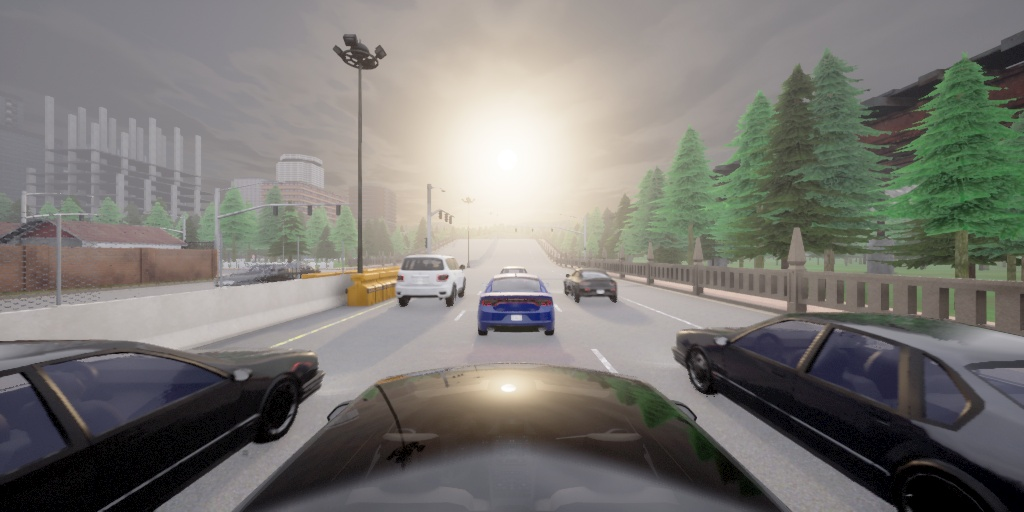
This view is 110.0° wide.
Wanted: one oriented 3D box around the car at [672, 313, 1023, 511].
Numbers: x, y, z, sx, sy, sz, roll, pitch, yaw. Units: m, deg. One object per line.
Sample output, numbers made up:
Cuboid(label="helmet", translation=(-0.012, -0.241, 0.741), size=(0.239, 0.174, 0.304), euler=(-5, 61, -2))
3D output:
Cuboid(label="car", translation=(3.599, 1.297, 3.556), size=(2.033, 1.411, 5.357), euler=(0, 0, 0))

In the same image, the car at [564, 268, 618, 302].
Cuboid(label="car", translation=(3.603, 1.276, 16.879), size=(1.812, 1.442, 4.674), euler=(0, 0, 0))

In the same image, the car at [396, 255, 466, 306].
Cuboid(label="car", translation=(-3.389, 0.972, 15.853), size=(2.150, 2.045, 5.566), euler=(0, 0, 0))

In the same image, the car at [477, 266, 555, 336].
Cuboid(label="car", translation=(0.101, 1.228, 10.476), size=(1.882, 1.535, 5.008), euler=(0, 0, 0))

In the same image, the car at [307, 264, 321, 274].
Cuboid(label="car", translation=(-17.493, 1.298, 28.872), size=(2.033, 1.411, 5.357), euler=(0, 0, -2))

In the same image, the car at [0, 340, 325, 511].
Cuboid(label="car", translation=(-3.401, 1.297, 2.261), size=(2.033, 1.411, 5.357), euler=(0, 0, 0))

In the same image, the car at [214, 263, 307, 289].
Cuboid(label="car", translation=(-14.069, 1.241, 20.049), size=(2.128, 1.511, 4.902), euler=(0, 0, 0))

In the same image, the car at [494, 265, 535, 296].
Cuboid(label="car", translation=(0.109, 1.298, 20.548), size=(2.033, 1.411, 5.357), euler=(0, 0, 0))
